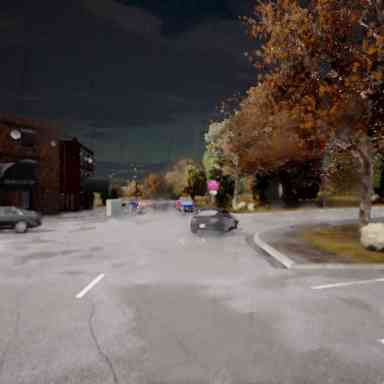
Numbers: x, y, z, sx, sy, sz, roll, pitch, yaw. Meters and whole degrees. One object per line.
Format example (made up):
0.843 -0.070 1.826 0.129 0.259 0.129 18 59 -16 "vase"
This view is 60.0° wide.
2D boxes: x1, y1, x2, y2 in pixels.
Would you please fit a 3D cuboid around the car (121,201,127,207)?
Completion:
-15.705 2.870 79.374 4.892 1.521 2.231 -4 -2 42 "car"

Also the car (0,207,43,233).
-11.397 1.629 19.432 4.892 1.521 2.231 -1 0 -20 "car"

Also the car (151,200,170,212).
-4.526 1.977 47.623 1.882 1.535 5.008 0 -2 -6 "car"

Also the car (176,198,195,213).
-0.617 1.897 43.160 2.097 1.535 5.008 0 -1 -1 "car"

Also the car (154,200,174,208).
-5.619 2.376 65.607 2.097 1.535 5.008 0 -1 -27 "car"

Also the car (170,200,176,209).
-3.417 2.259 60.307 2.231 1.521 4.892 0 -1 -18 "car"

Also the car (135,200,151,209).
-8.771 2.246 63.841 2.097 1.767 4.553 0 -1 -24 "car"

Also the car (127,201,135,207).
-11.882 2.652 74.937 2.097 1.535 5.008 -1 -1 -41 "car"

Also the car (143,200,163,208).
-8.367 2.485 70.480 2.231 1.521 4.892 -1 -1 -35 "car"

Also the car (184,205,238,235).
1.387 1.663 20.040 1.812 1.442 4.674 -1 0 21 "car"
